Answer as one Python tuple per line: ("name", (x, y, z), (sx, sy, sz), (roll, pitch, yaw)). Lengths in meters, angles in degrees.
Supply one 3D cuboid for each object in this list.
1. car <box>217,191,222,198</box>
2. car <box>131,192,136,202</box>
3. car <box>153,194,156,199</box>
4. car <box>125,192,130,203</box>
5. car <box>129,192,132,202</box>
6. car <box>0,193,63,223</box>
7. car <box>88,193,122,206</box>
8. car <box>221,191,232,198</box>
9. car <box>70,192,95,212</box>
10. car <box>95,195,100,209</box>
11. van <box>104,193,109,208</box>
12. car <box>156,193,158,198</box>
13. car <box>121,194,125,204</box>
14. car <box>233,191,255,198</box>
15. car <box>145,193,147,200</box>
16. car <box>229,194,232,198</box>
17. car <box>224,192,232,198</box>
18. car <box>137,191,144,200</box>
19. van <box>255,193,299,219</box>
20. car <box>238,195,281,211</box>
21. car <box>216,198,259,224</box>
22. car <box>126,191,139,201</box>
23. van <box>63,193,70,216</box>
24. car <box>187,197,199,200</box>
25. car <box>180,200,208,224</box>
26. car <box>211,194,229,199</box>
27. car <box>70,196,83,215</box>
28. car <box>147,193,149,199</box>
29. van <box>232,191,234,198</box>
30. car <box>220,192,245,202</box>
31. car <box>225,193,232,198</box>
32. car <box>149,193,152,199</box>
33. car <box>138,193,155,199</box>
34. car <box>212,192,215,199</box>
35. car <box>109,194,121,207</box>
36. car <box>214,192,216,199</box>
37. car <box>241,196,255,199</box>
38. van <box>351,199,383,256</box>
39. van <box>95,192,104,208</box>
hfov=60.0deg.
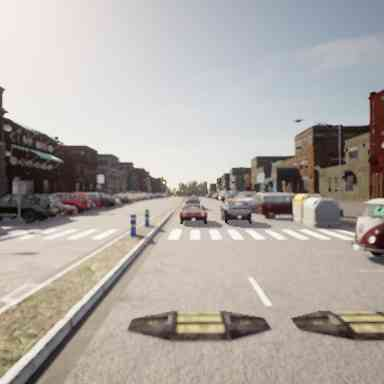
("car", (7.625, 0.901, 57.662), (5.566, 2.045, 2.435), (0, 1, 0))
("car", (-12.831, 1.145, 57.804), (4.892, 1.521, 2.231), (0, 1, 0))
("car", (-12.766, 1.113, 88.478), (4.892, 1.521, 2.231), (0, -1, 0))
("car", (-12.831, 1.201, 52.245), (5.008, 1.535, 2.097), (0, 1, 0))
("car", (-12.860, 1.202, 55.025), (4.792, 1.488, 2.163), (0, 1, 0))
("car", (-12.963, 1.148, 24.453), (5.566, 2.045, 2.435), (0, 0, 0))
("car", (-12.874, 1.103, 49.466), (4.553, 1.767, 2.185), (0, 1, 0))
("car", (7.622, 1.054, 54.905), (4.553, 1.767, 2.185), (0, 1, 0))
("car", (-12.922, 1.108, 32.790), (5.566, 2.045, 2.435), (0, 0, 0))
("car", (-12.874, 1.342, 35.692), (4.892, 1.521, 2.231), (0, 1, 0))
("van", (-12.979, 1.076, 41.126), (4.442, 1.987, 1.878), (0, 0, 0))
("car", (-12.939, 1.135, 91.258), (5.366, 1.575, 1.946), (0, -1, 0))
("car", (-12.663, 1.252, 46.810), (5.366, 1.575, 1.946), (0, 0, 0))
("car", (7.620, 1.090, 35.597), (5.566, 2.045, 2.435), (0, 0, 0))
("car", (-12.793, 1.073, 71.693), (4.674, 1.452, 2.002), (0, 0, 0))
("car", (7.648, 1.322, 43.875), (4.674, 1.452, 2.002), (0, 0, 0))
("car", (7.837, 1.230, 49.391), (5.366, 1.575, 1.946), (0, 1, 0))
("car", (-12.992, 1.058, 66.265), (5.366, 1.575, 1.946), (0, 0, 0))
("van", (7.763, 1.161, 27.322), (4.442, 1.987, 1.878), (0, 0, 0))
("car", (7.680, 1.198, 38.357), (4.553, 1.767, 2.185), (0, 0, 0))
("car", (3.103, 1.412, 24.075), (2.128, 1.511, 4.902), (0, 0, 0))
("car", (-12.824, 1.113, 60.708), (5.008, 1.535, 2.097), (0, 1, 0))
("van", (-12.803, 1.162, 27.230), (4.442, 1.987, 1.878), (0, 0, 0))
("car", (0.109, 1.328, 41.073), (1.837, 1.490, 4.892), (0, 0, 0))
("car", (0.106, 1.521, 24.212), (1.895, 1.301, 4.718), (0, 0, 0))
("car", (7.690, 1.165, 90.731), (4.792, 1.488, 2.163), (0, 0, 0))
("car", (-12.878, 1.403, 30.138), (4.792, 1.488, 2.163), (0, 0, 0))
("car", (-12.975, 1.028, 74.467), (5.366, 1.575, 1.946), (0, 0, 0))
("van", (7.533, 1.077, 41.114), (4.442, 1.987, 1.878), (0, 0, 0))
("car", (7.686, 0.971, 63.175), (4.553, 1.767, 2.185), (0, 0, 0))
("car", (7.836, 1.255, 46.631), (5.366, 1.575, 1.946), (0, 1, 0))
("car", (-12.755, 0.783, 77.246), (5.566, 2.045, 2.435), (0, 0, 0))
("car", (-12.720, 1.037, 93.920), (4.553, 1.767, 2.185), (0, -1, 0))
("car", (7.628, 0.796, 71.442), (5.566, 2.045, 2.435), (0, 0, 0))
("car", (-12.824, 1.027, 44.025), (5.566, 2.045, 2.435), (0, 0, 0))
("car", (7.650, 1.055, 68.685), (5.008, 1.535, 2.097), (0, 0, 0))
("car", (7.619, 1.388, 32.842), (4.792, 1.488, 2.163), (0, 0, 0))
("van", (7.526, 1.208, 10.777), (4.442, 1.987, 1.878), (0, 0, 0))
("van", (-12.989, 1.097, 38.473), (4.442, 1.987, 1.878), (0, 0, 0))
